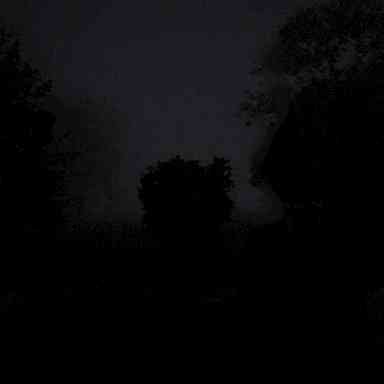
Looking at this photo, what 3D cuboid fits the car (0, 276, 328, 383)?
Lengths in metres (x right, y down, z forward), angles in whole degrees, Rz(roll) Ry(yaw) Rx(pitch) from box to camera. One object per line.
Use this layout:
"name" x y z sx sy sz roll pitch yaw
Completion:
"car" -1.119 1.477 2.274 5.008 1.535 1.882 0 0 -35
